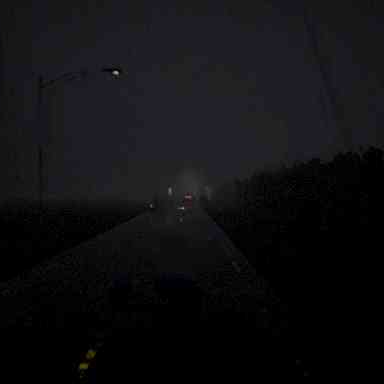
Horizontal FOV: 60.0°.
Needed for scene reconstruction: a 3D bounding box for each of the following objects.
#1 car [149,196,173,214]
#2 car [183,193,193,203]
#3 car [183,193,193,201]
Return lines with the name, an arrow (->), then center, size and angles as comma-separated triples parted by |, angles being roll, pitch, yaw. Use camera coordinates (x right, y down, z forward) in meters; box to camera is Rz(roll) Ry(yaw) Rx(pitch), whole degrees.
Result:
car -> -3.109, 1.262, 34.087 | 2.097, 1.767, 4.553 | 0, 0, -1
car -> -0.755, 1.440, 63.431 | 1.895, 1.301, 4.718 | 0, 0, -1
car -> -0.893, 1.039, 73.450 | 2.097, 1.767, 4.553 | 0, 0, -1
